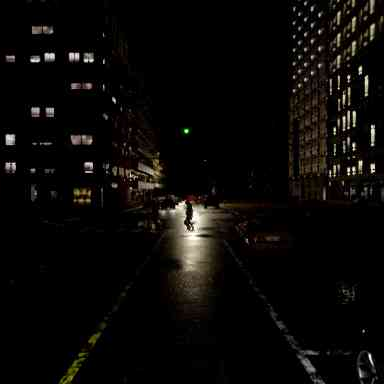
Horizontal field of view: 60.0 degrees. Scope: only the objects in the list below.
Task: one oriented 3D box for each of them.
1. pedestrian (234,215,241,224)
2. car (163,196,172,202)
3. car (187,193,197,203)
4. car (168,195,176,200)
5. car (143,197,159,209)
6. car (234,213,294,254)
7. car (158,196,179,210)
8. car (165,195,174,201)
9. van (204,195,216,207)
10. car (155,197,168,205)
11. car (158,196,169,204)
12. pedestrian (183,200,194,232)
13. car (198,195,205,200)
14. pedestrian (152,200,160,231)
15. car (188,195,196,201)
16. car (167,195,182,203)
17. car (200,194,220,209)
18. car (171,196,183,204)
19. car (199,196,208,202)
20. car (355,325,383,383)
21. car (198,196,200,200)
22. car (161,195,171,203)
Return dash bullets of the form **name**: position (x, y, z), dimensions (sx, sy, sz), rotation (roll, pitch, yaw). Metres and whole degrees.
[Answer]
- **pedestrian**: position (2.500, 1.678, 17.596), dimensions (0.500, 1.100, 0.500), rotation (0, 0, 0)
- **car**: position (-5.686, 1.661, 78.796), dimensions (1.802, 1.307, 4.206), rotation (0, 0, 0)
- **car**: position (0.007, 1.296, 74.442), dimensions (2.150, 2.045, 5.566), rotation (0, 0, 0)
- **car**: position (-5.684, 1.640, 95.206), dimensions (1.752, 1.417, 4.829), rotation (0, 0, 0)
- **car**: position (-5.689, 1.575, 45.636), dimensions (2.008, 1.369, 4.403), rotation (0, 0, 0)
- **car**: position (2.688, 1.527, 13.393), dimensions (1.752, 1.417, 4.829), rotation (0, 0, 0)
- **car**: position (-3.118, 1.570, 44.544), dimensions (2.033, 1.411, 5.357), rotation (0, 0, -4)
- **car**: position (-5.686, 1.530, 84.323), dimensions (1.967, 1.590, 4.097), rotation (0, 0, 0)
- **van**: position (2.690, 1.372, 51.162), dimensions (1.690, 1.788, 3.998), rotation (0, 0, 0)
- **car**: position (-5.688, 1.598, 62.216), dimensions (2.008, 1.369, 4.403), rotation (0, 0, 0)
- **car**: position (-5.687, 1.602, 67.742), dimensions (1.887, 1.381, 4.507), rotation (0, 0, 0)
- **pedestrian**: position (-0.182, 1.307, 18.589), dimensions (0.375, 1.860, 0.375), rotation (0, 0, 0)
- **car**: position (2.696, 1.641, 95.545), dimensions (1.752, 1.417, 4.829), rotation (0, 0, 0)
- **pedestrian**: position (-2.094, 1.314, 19.103), dimensions (0.375, 1.860, 0.375), rotation (0, 0, 0)
- **car**: position (0.009, 1.545, 84.829), dimensions (2.033, 1.411, 5.357), rotation (0, 0, 0)
- **car**: position (-3.081, 1.584, 55.045), dimensions (2.033, 1.411, 5.357), rotation (0, 0, 0)
- **car**: position (2.690, 1.339, 45.636), dimensions (2.192, 1.841, 5.009), rotation (0, 0, 0)
- **car**: position (-3.007, 1.549, 68.461), dimensions (2.128, 1.511, 4.902), rotation (0, 0, 0)
- **car**: position (2.694, 1.624, 78.795), dimensions (1.887, 1.381, 4.507), rotation (0, 0, 0)
- **car**: position (2.686, 1.566, 1.957), dimensions (1.947, 1.339, 4.313), rotation (0, 0, 0)
- **car**: position (2.692, 1.373, 67.741), dimensions (2.192, 1.841, 5.009), rotation (0, 0, 0)
- **car**: position (-5.687, 1.509, 73.270), dimensions (1.967, 1.590, 4.097), rotation (0, 0, 0)
